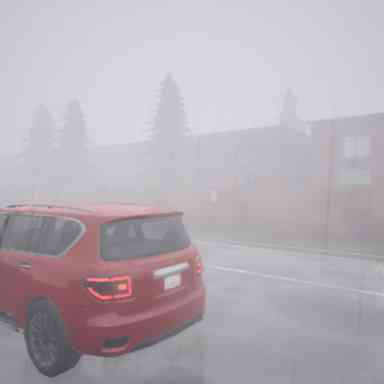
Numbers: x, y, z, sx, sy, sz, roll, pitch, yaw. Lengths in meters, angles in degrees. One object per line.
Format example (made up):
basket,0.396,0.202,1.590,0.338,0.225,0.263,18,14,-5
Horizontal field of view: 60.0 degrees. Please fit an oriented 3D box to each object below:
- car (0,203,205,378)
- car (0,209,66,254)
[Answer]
car,-2.388,1.199,5.764,5.566,2.045,2.150,0,0,37
car,-7.390,1.499,13.924,4.181,1.385,1.994,0,0,37
